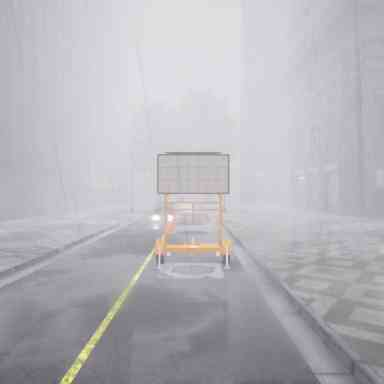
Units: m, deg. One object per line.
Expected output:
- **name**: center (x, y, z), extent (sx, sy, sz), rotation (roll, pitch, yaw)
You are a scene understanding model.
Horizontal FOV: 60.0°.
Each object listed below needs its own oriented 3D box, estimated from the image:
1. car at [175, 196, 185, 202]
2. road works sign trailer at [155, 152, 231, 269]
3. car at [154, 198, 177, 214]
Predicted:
- **car**: center (-2.728, 1.590, 76.364), extent (1.837, 1.490, 4.892), rotation (0, 0, 0)
- **road works sign trailer**: center (0.041, 0.466, 11.182), extent (2.380, 3.560, 2.880), rotation (0, 0, 0)
- **car**: center (-2.974, 1.623, 35.900), extent (1.895, 1.301, 4.718), rotation (0, 0, 0)
